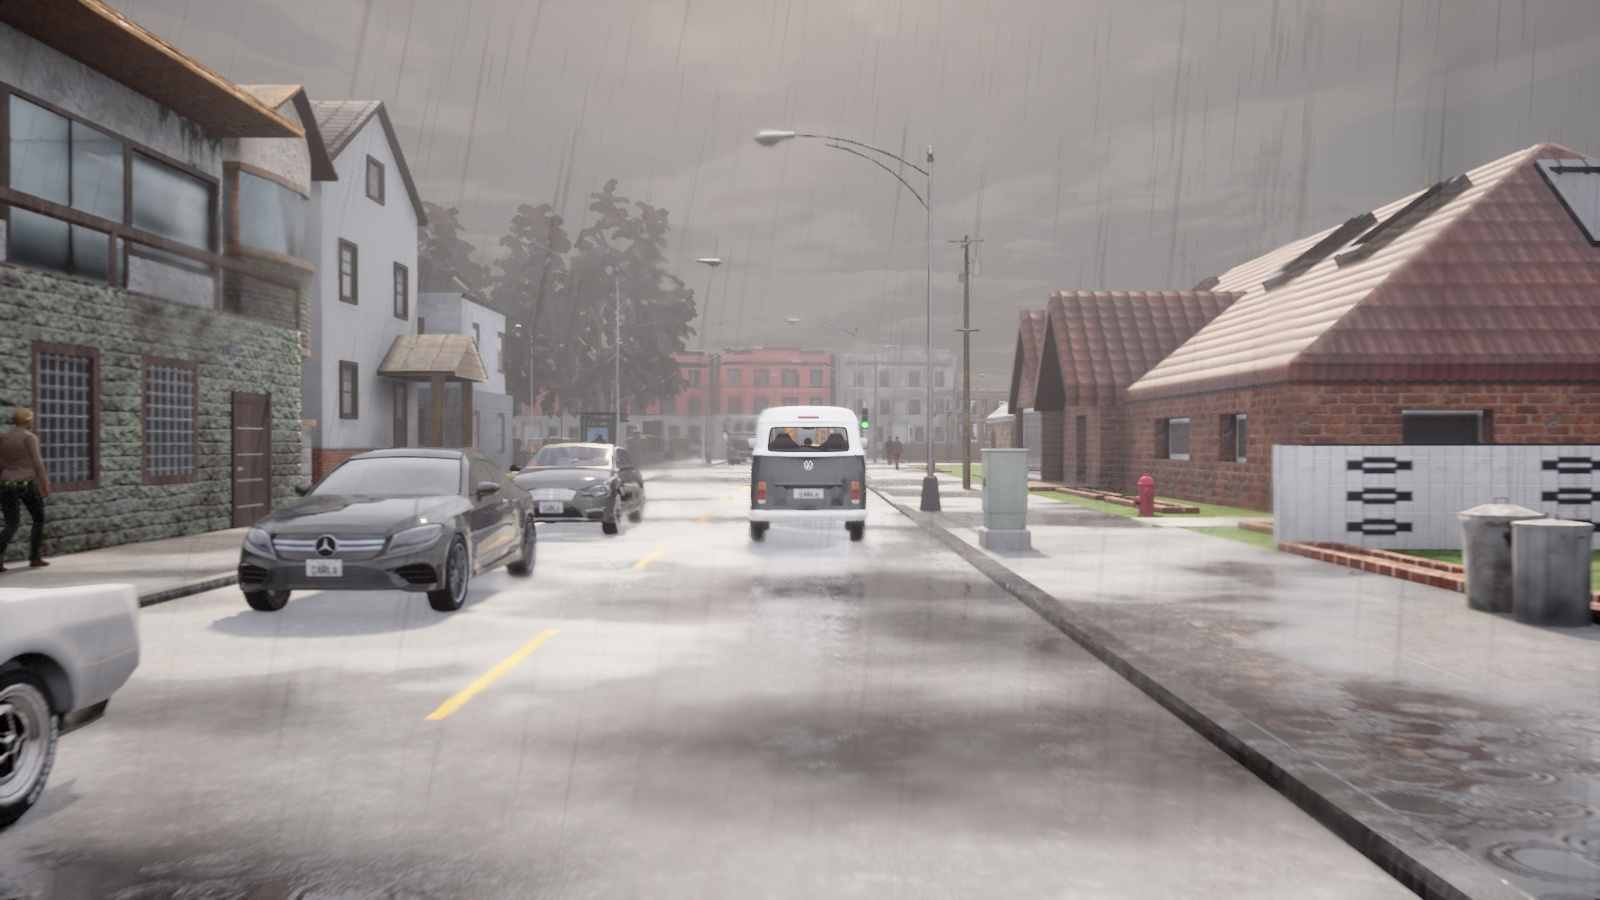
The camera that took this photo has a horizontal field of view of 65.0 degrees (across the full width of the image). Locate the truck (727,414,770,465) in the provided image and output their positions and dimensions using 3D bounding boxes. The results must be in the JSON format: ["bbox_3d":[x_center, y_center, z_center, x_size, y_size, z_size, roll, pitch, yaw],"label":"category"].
[{"bbox_3d":[-3.568,-0.736,88.378,2.891,3.462,7.936,0,0,-1],"label":"truck"}]

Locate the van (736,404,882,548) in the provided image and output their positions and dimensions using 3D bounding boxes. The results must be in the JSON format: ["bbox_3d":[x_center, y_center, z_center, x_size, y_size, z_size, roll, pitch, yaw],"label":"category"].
[{"bbox_3d":[0.133,0.357,20.061,2.069,2.038,4.480,0,0,0],"label":"van"}]

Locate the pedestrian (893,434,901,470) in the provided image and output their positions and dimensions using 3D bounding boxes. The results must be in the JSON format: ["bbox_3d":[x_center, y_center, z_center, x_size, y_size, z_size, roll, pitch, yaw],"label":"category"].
[{"bbox_3d":[5.045,0.093,65.188,0.353,1.847,0.614,0,0,-2],"label":"pedestrian"}]

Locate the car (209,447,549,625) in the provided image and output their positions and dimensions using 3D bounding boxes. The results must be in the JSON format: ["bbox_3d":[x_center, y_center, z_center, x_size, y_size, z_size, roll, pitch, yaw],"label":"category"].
[{"bbox_3d":[-3.912,0.698,12.619,1.812,1.442,4.674,0,0,0],"label":"car"}]

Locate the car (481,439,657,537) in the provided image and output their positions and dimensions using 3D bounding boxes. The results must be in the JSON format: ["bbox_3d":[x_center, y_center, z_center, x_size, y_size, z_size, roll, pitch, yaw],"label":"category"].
[{"bbox_3d":[-3.856,0.576,21.894,2.128,1.511,4.902,0,0,0],"label":"car"}]

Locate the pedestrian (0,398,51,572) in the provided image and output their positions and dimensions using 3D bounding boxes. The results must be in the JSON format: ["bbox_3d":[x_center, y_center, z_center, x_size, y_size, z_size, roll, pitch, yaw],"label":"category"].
[{"bbox_3d":[-8.538,0.372,13.689,0.331,1.846,0.634,0,0,6],"label":"pedestrian"}]

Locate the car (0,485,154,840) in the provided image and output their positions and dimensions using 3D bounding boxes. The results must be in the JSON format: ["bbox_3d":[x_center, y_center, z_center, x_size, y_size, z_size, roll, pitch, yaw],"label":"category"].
[{"bbox_3d":[-3.965,0.824,3.481,1.895,1.301,4.718,0,0,0],"label":"car"}]
